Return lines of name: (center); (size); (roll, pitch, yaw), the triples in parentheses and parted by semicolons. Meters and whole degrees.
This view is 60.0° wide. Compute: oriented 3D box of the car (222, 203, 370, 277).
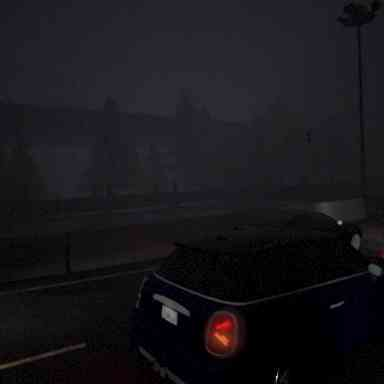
car: (3.480, 1.292, 10.607); (5.008, 1.535, 1.882); (-2, 1, -36)

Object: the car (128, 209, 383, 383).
car: (1.480, 1.308, 4.836); (4.553, 1.767, 2.097); (-1, 1, -36)
